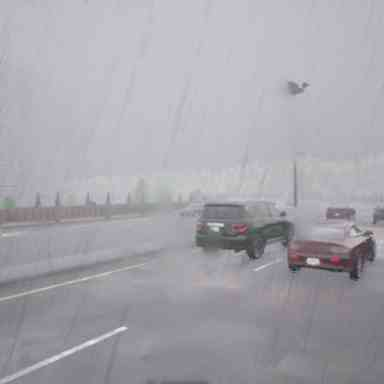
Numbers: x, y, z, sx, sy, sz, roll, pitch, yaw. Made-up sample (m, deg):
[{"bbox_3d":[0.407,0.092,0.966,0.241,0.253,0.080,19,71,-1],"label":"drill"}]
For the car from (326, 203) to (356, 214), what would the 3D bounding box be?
[{"bbox_3d":[12.895,1.673,28.676,1.882,1.535,5.008,-1,-1,32],"label":"car"}]

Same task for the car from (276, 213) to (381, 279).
[{"bbox_3d":[4.434,1.603,10.329,1.812,1.442,4.674,-1,-1,36],"label":"car"}]

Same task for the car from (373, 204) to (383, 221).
[{"bbox_3d":[15.037,1.634,25.494,1.837,1.490,4.892,-1,-1,32],"label":"car"}]

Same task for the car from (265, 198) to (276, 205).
[{"bbox_3d":[17.185,2.099,72.737,1.882,1.535,5.008,-1,-1,8],"label":"car"}]

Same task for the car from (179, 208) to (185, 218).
[{"bbox_3d":[0.516,1.943,35.640,1.837,1.490,4.892,-1,-1,32],"label":"car"}]

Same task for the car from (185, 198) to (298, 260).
[{"bbox_3d":[2.360,1.363,13.442,2.150,2.045,5.566,-1,-1,36],"label":"car"}]

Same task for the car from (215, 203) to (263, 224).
[{"bbox_3d":[4.166,1.795,28.475,2.128,1.511,4.902,-1,-1,34],"label":"car"}]

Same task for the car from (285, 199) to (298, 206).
[{"bbox_3d":[19.768,2.096,65.985,1.994,1.385,4.181,-1,-1,11],"label":"car"}]

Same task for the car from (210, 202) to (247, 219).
[{"bbox_3d":[3.875,1.858,34.415,1.882,1.535,5.008,-1,-1,31],"label":"car"}]

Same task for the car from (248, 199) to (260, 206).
[{"bbox_3d":[13.836,2.258,74.314,2.033,1.411,5.357,-1,-1,5],"label":"car"}]
